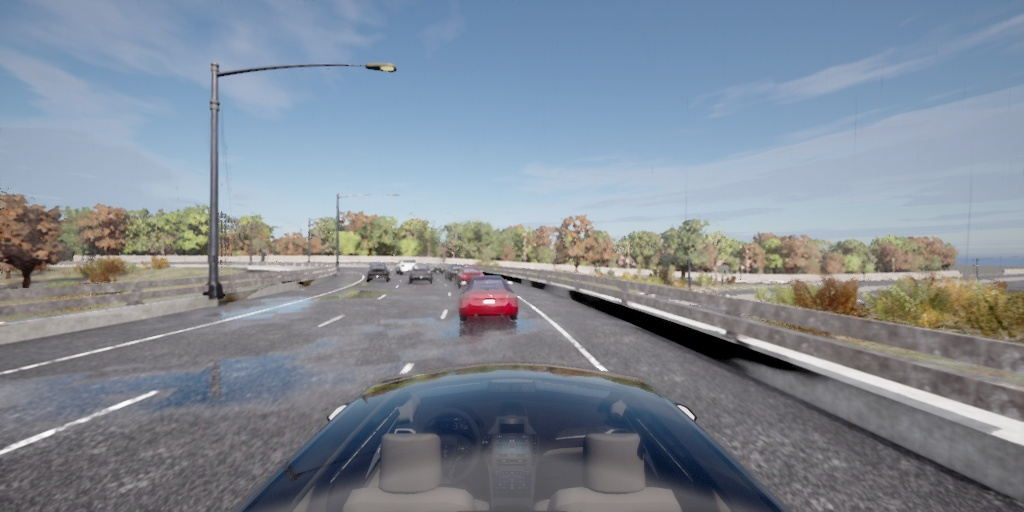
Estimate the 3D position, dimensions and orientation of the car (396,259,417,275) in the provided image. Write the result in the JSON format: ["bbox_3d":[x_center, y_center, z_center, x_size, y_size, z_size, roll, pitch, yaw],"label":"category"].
[{"bbox_3d":[-13.589,1.371,46.402,2.150,2.045,5.566,0,-1,-25],"label":"car"}]

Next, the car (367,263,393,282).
[{"bbox_3d":[-11.996,1.530,32.444,1.837,1.490,4.892,0,-1,-17],"label":"car"}]

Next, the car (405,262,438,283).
[{"bbox_3d":[-7.821,1.500,30.706,2.128,1.511,4.902,0,-1,-16],"label":"car"}]

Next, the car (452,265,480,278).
[{"bbox_3d":[-3.062,1.488,25.848,1.812,1.442,4.674,0,-1,-13],"label":"car"}]

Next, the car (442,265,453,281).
[{"bbox_3d":[-5.284,1.563,34.348,1.812,1.442,4.674,0,0,-17],"label":"car"}]

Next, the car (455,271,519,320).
[{"bbox_3d":[-0.914,1.414,13.150,1.994,1.385,4.181,0,-1,-6],"label":"car"}]

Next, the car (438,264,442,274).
[{"bbox_3d":[-10.418,1.760,47.781,1.895,1.301,4.718,0,-1,-25],"label":"car"}]
